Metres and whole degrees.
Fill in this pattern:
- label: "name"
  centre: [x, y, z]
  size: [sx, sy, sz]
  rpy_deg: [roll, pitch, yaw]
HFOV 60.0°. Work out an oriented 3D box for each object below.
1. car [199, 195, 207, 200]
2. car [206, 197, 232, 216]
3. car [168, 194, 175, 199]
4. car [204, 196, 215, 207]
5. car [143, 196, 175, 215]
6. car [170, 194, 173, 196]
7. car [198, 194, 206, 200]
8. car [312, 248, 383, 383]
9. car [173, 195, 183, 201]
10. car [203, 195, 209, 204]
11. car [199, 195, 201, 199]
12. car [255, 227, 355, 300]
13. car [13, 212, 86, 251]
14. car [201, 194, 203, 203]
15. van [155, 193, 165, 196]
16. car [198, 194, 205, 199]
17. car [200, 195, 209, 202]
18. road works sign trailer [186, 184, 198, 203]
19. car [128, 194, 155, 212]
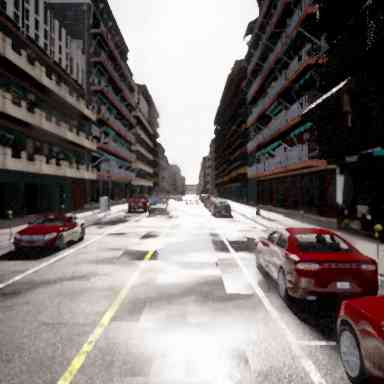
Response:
- label: "car"
  centre: [2.682, 1.333, 81.759]
  size: [1.887, 1.381, 4.507]
  rpy_deg: [0, 0, 0]
- label: "car"
  centre: [2.688, 1.447, 30.804]
  size: [2.008, 1.369, 4.403]
  rpy_deg: [0, 0, 0]
- label: "car"
  centre: [-5.699, 1.305, 92.935]
  size: [1.752, 1.417, 4.829]
  rpy_deg: [0, 0, 0]
- label: "car"
  centre: [2.688, 1.428, 36.466]
  size: [2.008, 1.369, 4.403]
  rpy_deg: [0, 0, 0]
- label: "car"
  centre: [-3.100, 1.439, 32.235]
  size: [2.033, 1.411, 5.357]
  rpy_deg: [0, 0, 0]
- label: "car"
  centre: [-5.697, 1.346, 70.456]
  size: [1.887, 1.381, 4.507]
  rpy_deg: [0, 0, 0]
- label: "car"
  centre: [2.682, 1.327, 87.425]
  size: [1.887, 1.381, 4.507]
  rpy_deg: [0, 0, 0]
- label: "car"
  centre: [2.690, 1.535, 2.492]
  size: [1.887, 1.381, 4.507]
  rpy_deg: [0, 0, 0]
- label: "car"
  centre: [-3.005, 1.341, 73.688]
  size: [1.895, 1.301, 4.718]
  rpy_deg: [0, 0, 0]
- label: "car"
  centre: [2.687, 1.403, 42.129]
  size: [1.887, 1.381, 4.507]
  rpy_deg: [0, 0, 0]
- label: "car"
  centre: [2.684, 1.247, 64.772]
  size: [1.967, 1.590, 4.097]
  rpy_deg: [0, 0, 0]
- label: "car"
  centre: [2.690, 1.516, 8.154]
  size: [1.887, 1.381, 4.507]
  rpy_deg: [0, 0, 0]
- label: "car"
  centre: [-5.691, 1.535, 13.836]
  size: [1.802, 1.307, 4.206]
  rpy_deg: [0, 0, 0]
- label: "car"
  centre: [2.686, 1.282, 47.789]
  size: [1.967, 1.590, 4.097]
  rpy_deg: [0, 0, 0]
- label: "van"
  centre: [-5.695, 1.167, 53.472]
  size: [1.690, 1.788, 3.998]
  rpy_deg: [0, 0, 0]
- label: "car"
  centre: [2.680, 1.304, 93.253]
  size: [1.752, 1.417, 4.829]
  rpy_deg: [0, 0, 0]
- label: "car"
  centre: [2.683, 1.326, 70.604]
  size: [1.752, 1.417, 4.829]
  rpy_deg: [0, 0, 0]
- label: "road works sign trailer"
  centre: [-0.005, 0.277, 61.397]
  size: [2.380, 3.560, 2.880]
  rpy_deg: [0, 0, 0]
- label: "car"
  centre: [-5.693, 1.193, 36.486]
  size: [2.192, 1.841, 5.009]
  rpy_deg: [0, 0, 0]
